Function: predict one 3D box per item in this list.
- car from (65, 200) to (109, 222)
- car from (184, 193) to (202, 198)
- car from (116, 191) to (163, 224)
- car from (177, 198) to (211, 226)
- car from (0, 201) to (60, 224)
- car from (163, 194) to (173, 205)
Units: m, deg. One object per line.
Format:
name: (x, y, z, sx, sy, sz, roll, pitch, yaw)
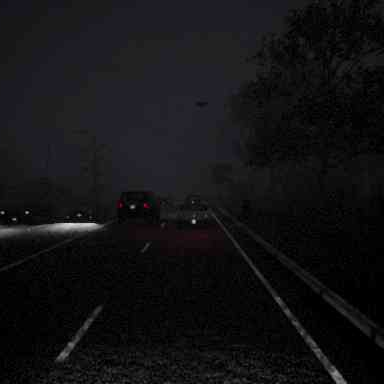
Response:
car: (-7.094, 1.234, 22.879, 1.994, 1.385, 4.181, 0, 1, 0)
car: (0.106, 0.881, 40.353, 1.837, 1.490, 4.892, 0, 1, 0)
car: (-3.406, 0.910, 21.787, 2.150, 2.045, 5.566, 0, 1, 0)
car: (0.103, 1.309, 20.619, 1.895, 1.301, 4.718, 0, 1, 0)
car: (-10.595, 1.285, 22.080, 1.895, 1.301, 4.718, 0, 1, 0)
car: (-3.395, 0.958, 41.455, 1.895, 1.301, 4.718, 0, 1, 0)
